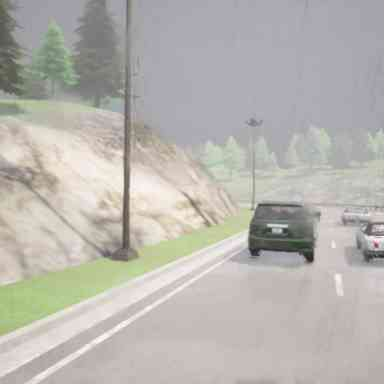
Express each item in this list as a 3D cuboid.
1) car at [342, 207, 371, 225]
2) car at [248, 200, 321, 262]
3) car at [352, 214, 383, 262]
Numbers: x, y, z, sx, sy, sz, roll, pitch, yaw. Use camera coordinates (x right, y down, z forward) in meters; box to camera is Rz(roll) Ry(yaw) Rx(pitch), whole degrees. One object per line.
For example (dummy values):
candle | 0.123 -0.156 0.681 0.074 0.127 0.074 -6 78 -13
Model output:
car | 12.884 1.872 26.225 1.895 1.301 4.718 0 0 23
car | 3.730 1.331 13.020 2.150 2.045 5.566 0 0 22
car | 7.234 1.740 12.328 1.895 1.301 4.718 0 0 23
